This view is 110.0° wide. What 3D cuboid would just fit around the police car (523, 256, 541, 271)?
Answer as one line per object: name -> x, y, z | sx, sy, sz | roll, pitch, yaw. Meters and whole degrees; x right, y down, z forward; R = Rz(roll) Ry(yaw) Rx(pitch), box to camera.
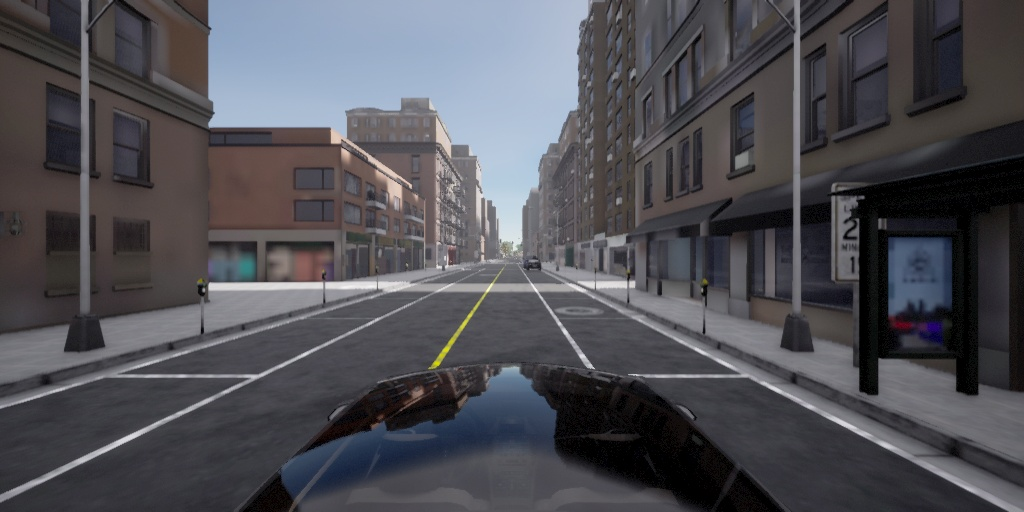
police car -> 3.009, 1.148, 50.085 | 1.930, 1.638, 5.238 | 0, 0, 0
